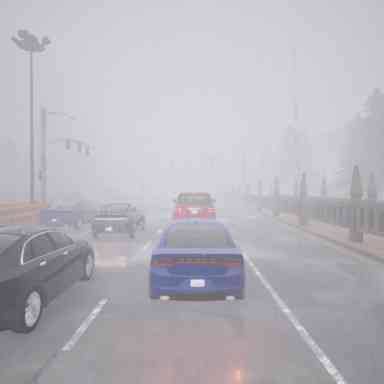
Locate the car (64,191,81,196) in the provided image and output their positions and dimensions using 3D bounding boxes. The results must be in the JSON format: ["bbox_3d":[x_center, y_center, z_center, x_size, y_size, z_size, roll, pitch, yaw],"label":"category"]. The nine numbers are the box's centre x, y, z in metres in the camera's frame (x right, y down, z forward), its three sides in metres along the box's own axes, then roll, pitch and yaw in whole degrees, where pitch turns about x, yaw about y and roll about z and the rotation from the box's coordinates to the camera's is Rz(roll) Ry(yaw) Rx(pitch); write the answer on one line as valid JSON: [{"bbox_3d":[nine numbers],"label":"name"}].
[{"bbox_3d":[-20.897,0.648,58.228,1.837,1.490,4.892,0,1,1],"label":"car"}]

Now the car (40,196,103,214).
[{"bbox_3d":[-6.872,1.217,19.070,1.882,1.535,5.008,0,1,0],"label":"car"}]

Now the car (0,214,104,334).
[{"bbox_3d":[-3.402,1.434,6.615,1.837,1.490,4.892,0,1,0],"label":"car"}]

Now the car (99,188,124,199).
[{"bbox_3d":[-13.903,0.369,57.990,2.150,2.045,5.566,0,1,1],"label":"car"}]

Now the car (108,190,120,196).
[{"bbox_3d":[-20.722,0.203,88.514,1.812,1.442,4.674,0,1,0],"label":"car"}]

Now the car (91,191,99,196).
[{"bbox_3d":[-20.777,0.437,73.416,2.128,1.511,4.902,0,1,0],"label":"car"}]

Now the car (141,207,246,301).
[{"bbox_3d":[0.100,1.383,8.202,1.882,1.535,5.008,0,1,0],"label":"car"}]

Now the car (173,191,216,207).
[{"bbox_3d":[0.121,0.976,18.071,2.150,2.045,5.566,0,1,0],"label":"car"}]

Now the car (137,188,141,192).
[{"bbox_3d":[-13.724,-0.089,88.130,2.150,2.045,5.566,0,1,0],"label":"car"}]

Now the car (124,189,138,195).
[{"bbox_3d":[-13.778,0.469,73.126,1.994,1.385,4.181,0,1,0],"label":"car"}]

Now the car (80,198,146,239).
[{"bbox_3d":[-3.381,1.278,15.988,2.128,1.511,4.902,0,1,0],"label":"car"}]
